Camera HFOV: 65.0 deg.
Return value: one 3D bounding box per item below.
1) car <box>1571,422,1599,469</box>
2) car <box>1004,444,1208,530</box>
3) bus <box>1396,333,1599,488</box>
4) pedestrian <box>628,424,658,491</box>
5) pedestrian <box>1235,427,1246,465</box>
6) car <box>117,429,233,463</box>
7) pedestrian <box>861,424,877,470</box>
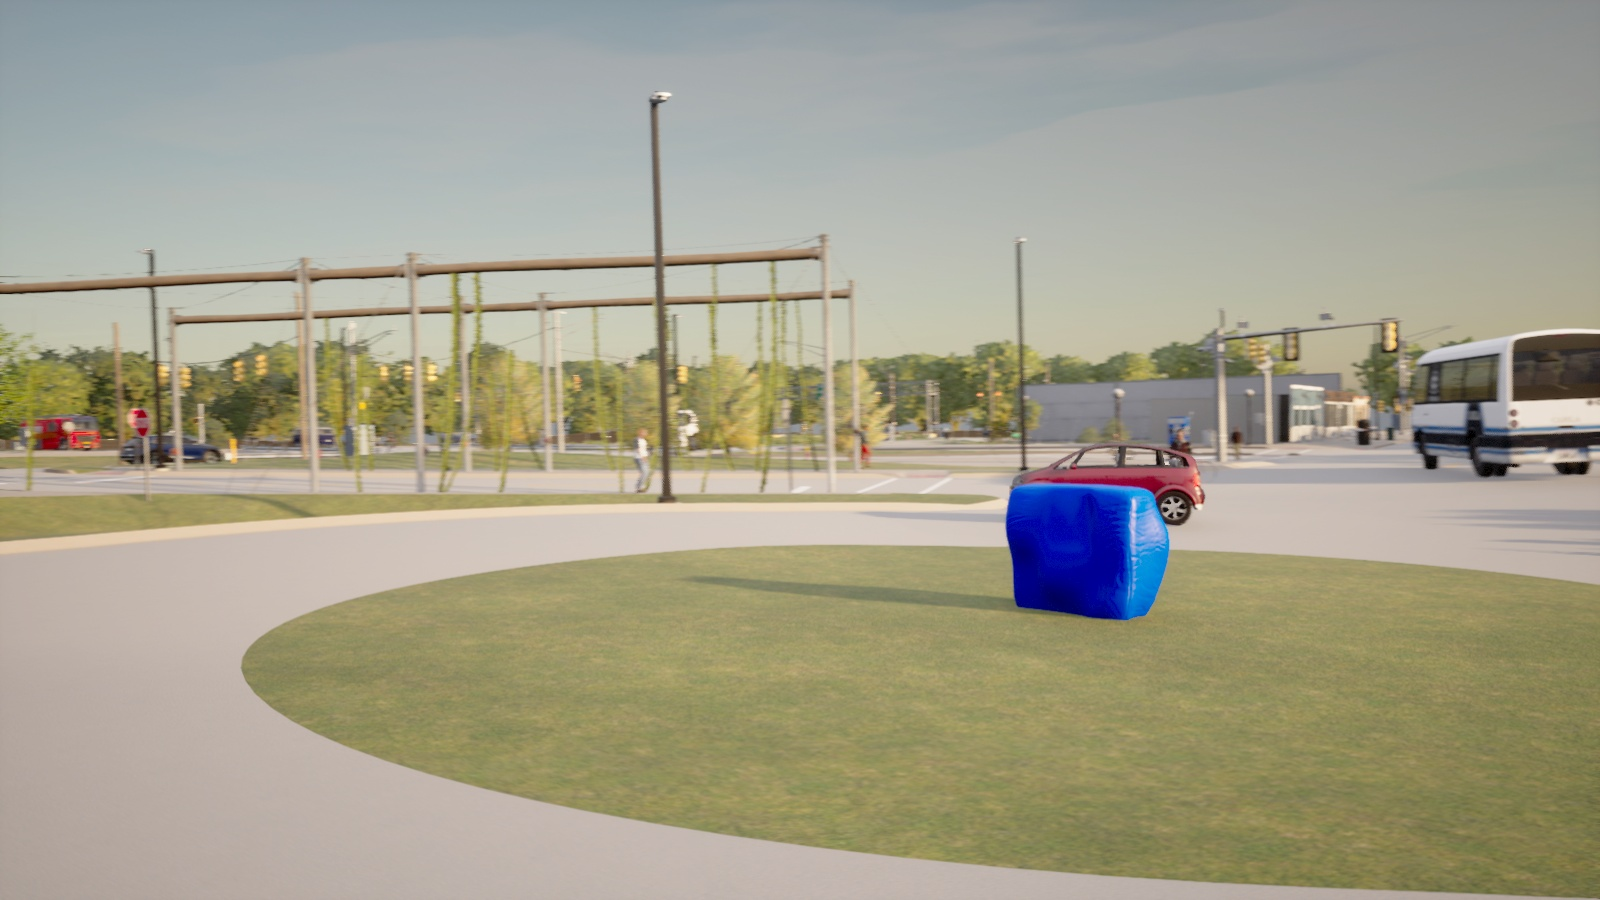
[{"bbox_3d":[30.109,-0.173,46.872,2.242,1.667,4.611,0,0,32],"label":"car"},{"bbox_3d":[5.927,0.681,24.533,3.705,1.549,1.789,1,1,13],"label":"car"},{"bbox_3d":[22.618,-1.244,40.305,3.944,4.253,10.273,-2,1,12],"label":"bus"},{"bbox_3d":[-4.314,0.207,34.537,0.706,1.836,0.354,-1,2,4],"label":"pedestrian"},{"bbox_3d":[22.006,-0.211,62.754,0.431,1.840,0.703,-1,2,22],"label":"pedestrian"},{"bbox_3d":[-31.186,-0.213,62.809,2.033,1.649,4.856,0,0,31],"label":"car"},{"bbox_3d":[2.791,-0.130,50.869,0.614,1.847,0.353,-1,2,5],"label":"pedestrian"}]
